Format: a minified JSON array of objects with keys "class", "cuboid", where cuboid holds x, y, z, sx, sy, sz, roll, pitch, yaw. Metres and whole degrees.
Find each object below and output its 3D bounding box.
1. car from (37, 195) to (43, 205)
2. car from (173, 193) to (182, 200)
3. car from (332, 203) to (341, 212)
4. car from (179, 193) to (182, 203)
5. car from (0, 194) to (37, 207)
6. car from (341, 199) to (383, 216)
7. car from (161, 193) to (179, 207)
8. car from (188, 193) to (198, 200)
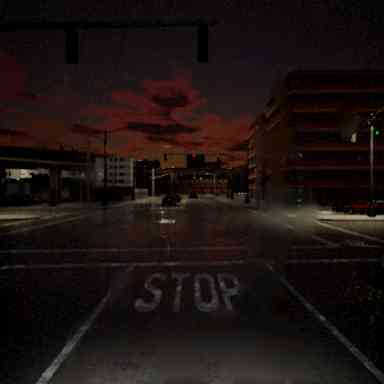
[{"class":"car","cuboid":[-24.014,1.163,48.820,3.806,1.475,1.970,0,0,1]},{"class":"car","cuboid":[-3.283,1.029,74.963,1.882,1.535,5.008,0,0,0]},{"class":"car","cuboid":[16.228,1.366,33.135,4.181,1.385,1.994,0,0,1]},{"class":"car","cuboid":[-3.217,0.996,59.639,2.097,1.767,4.553,0,0,0]},{"class":"car","cuboid":[-23.299,1.037,43.068,4.611,1.667,2.242,0,0,1]},{"class":"car","cuboid":[16.311,1.424,29.652,4.718,1.301,1.895,0,0,-3]},{"class":"car","cuboid":[-3.088,1.235,44.792,1.837,1.490,4.892,0,1,-1]},{"class":"car","cuboid":[0.232,0.910,73.171,1.837,1.490,4.892,0,0,0]}]
